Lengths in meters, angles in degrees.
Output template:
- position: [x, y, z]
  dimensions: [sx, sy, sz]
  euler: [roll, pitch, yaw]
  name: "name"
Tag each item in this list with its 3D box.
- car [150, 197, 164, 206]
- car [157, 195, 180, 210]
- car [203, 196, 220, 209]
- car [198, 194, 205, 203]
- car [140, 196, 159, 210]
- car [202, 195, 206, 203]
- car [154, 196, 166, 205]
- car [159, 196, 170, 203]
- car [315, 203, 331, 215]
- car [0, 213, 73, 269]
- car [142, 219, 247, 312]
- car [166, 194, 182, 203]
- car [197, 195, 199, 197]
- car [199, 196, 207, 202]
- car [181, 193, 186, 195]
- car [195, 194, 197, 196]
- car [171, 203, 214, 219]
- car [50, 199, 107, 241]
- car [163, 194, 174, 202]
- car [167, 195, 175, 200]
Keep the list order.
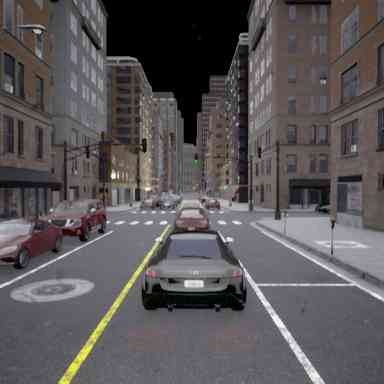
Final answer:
- position: [-5.759, 1.568, 54.761]
  dimensions: [1.887, 1.381, 4.507]
  euler: [-1, 0, 0]
  name: "car"
- position: [-3.164, 1.504, 44.332]
  dimensions: [2.128, 1.511, 4.902]
  euler: [0, 0, 0]
  name: "car"
- position: [2.783, 1.593, 43.671]
  dimensions: [1.802, 1.307, 4.206]
  euler: [-1, 0, 0]
  name: "car"
- position: [2.750, 1.584, 65.924]
  dimensions: [1.887, 1.381, 4.507]
  euler: [-1, 0, 0]
  name: "car"
- position: [-5.742, 1.593, 43.631]
  dimensions: [1.802, 1.307, 4.206]
  euler: [-1, 0, 0]
  name: "car"
- position: [2.774, 1.543, 49.405]
  dimensions: [1.752, 1.417, 4.829]
  euler: [-1, 0, 0]
  name: "car"
- position: [-5.767, 1.556, 60.155]
  dimensions: [1.752, 1.417, 4.829]
  euler: [-1, 0, 0]
  name: "car"
- position: [-5.784, 1.600, 71.455]
  dimensions: [2.008, 1.369, 4.403]
  euler: [-1, 0, 0]
  name: "car"
- position: [14.814, 1.427, 32.217]
  dimensions: [5.357, 1.411, 2.033]
  euler: [0, 1, 2]
  name: "car"
- position: [-5.692, 1.579, 11.048]
  dimensions: [1.802, 1.307, 4.206]
  euler: [-1, 0, 0]
  name: "car"
- position: [0.055, 1.562, 7.781]
  dimensions: [1.994, 1.385, 4.181]
  euler: [0, 0, 1]
  name: "car"
- position: [-3.171, 1.514, 53.731]
  dimensions: [2.128, 1.511, 4.902]
  euler: [0, 0, 0]
  name: "car"
- position: [2.740, 1.489, 71.488]
  dimensions: [1.967, 1.590, 4.097]
  euler: [-1, 0, 0]
  name: "car"
- position: [2.724, 1.621, 82.615]
  dimensions: [2.008, 1.369, 4.403]
  euler: [-1, 0, 0]
  name: "car"
- position: [-3.111, 1.555, 73.857]
  dimensions: [2.128, 1.511, 4.902]
  euler: [0, 0, 0]
  name: "car"
- position: [2.713, 1.396, 88.179]
  dimensions: [2.192, 1.841, 5.009]
  euler: [-1, 0, 0]
  name: "car"
- position: [0.002, 1.523, 17.546]
  dimensions: [1.812, 1.442, 4.674]
  euler: [0, 0, 0]
  name: "car"
- position: [-5.704, 1.312, 16.631]
  dimensions: [2.192, 1.841, 5.009]
  euler: [-1, 0, 0]
  name: "car"
- position: [-5.804, 1.385, 82.586]
  dimensions: [2.192, 1.841, 5.009]
  euler: [-1, 0, 0]
  name: "car"
- position: [-5.819, 1.531, 93.716]
  dimensions: [1.967, 1.590, 4.097]
  euler: [-1, 0, 0]
  name: "car"
